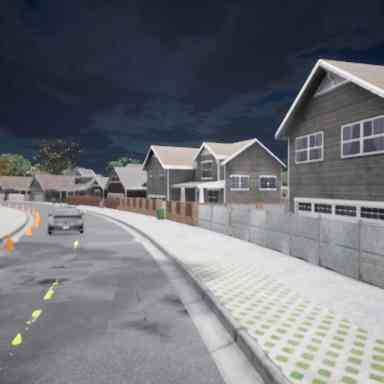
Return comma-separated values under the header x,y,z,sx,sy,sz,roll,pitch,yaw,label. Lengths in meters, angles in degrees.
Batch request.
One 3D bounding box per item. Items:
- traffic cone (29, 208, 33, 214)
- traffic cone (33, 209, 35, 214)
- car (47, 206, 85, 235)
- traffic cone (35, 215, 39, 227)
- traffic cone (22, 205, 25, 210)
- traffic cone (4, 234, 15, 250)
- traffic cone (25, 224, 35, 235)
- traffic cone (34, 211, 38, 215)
x,y,z,sx,sy,sz,roll,pitch,yaw,label
-16.952,2.049,35.637,0.340,0.580,0.340,0,0,-30,traffic cone
-14.603,2.050,31.355,0.340,0.580,0.340,0,0,-27,traffic cone
-7.308,1.578,19.361,1.812,1.442,4.674,0,0,-20,car
-10.517,2.029,22.487,0.340,0.580,0.340,0,0,-22,traffic cone
-22.239,2.023,43.845,0.340,0.580,0.340,0,0,-35,traffic cone
-7.276,1.986,13.274,0.340,0.580,0.340,0,0,-17,traffic cone
-8.789,2.008,17.918,0.340,0.580,0.340,0,0,-19,traffic cone
-12.457,2.043,26.968,0.340,0.580,0.340,0,0,-25,traffic cone
